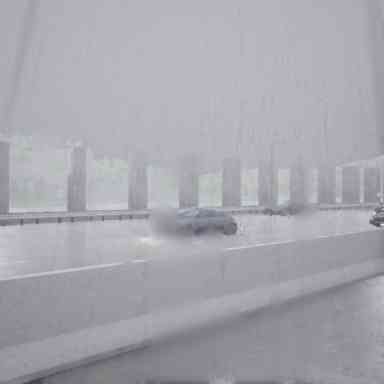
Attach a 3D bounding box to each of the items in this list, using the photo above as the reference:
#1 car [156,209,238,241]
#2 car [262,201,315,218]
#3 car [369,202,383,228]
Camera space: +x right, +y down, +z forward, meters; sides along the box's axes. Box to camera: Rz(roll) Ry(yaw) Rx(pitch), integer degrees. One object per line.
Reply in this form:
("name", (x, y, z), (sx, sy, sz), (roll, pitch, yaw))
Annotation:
("car", (0.283, 1.564, 16.803), (4.181, 1.385, 1.994), (0, 0, -33))
("car", (8.979, 1.547, 30.675), (5.357, 1.411, 2.033), (0, 0, -32))
("car", (13.556, 1.548, 21.157), (5.357, 1.411, 2.033), (0, 0, -32))
